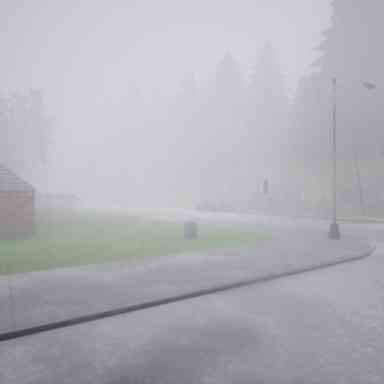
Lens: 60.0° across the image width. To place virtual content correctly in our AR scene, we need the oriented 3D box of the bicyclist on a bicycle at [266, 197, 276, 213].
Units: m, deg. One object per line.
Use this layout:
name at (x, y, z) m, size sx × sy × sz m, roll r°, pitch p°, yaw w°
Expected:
bicyclist on a bicycle at (8.327, 1.349, 34.951) m, size 1.656 × 1.620 × 0.582 m, roll 0°, pitch 0°, yaw -36°

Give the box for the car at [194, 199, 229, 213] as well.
car at (2.128, 1.526, 36.422) m, size 1.812 × 1.442 × 4.674 m, roll 0°, pitch 0°, yaw -35°

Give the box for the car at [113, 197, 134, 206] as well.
car at (-11.434, 1.548, 55.332) m, size 2.033 × 1.411 × 5.357 m, roll 0°, pitch 0°, yaw -35°
